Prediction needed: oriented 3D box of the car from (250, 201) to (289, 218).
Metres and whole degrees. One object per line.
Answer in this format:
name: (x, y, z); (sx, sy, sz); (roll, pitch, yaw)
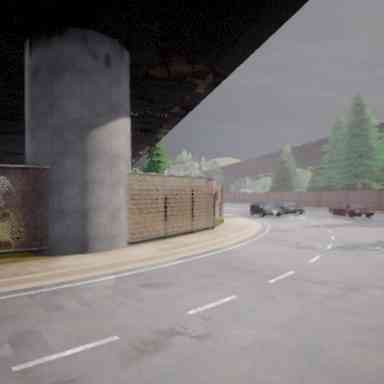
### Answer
car: (6.986, 1.649, 31.808); (2.128, 1.511, 4.902); (0, 0, -9)

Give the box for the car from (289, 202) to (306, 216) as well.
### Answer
car: (9.978, 1.706, 35.324); (2.033, 1.411, 5.357); (0, 0, -10)

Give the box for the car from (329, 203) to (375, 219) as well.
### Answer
car: (14.366, 1.696, 30.264); (1.895, 1.301, 4.718); (0, 0, -3)
